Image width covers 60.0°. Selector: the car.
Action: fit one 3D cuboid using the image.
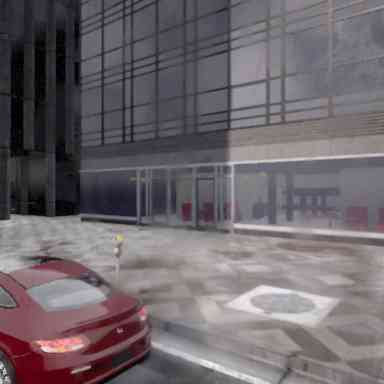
[{"bbox_3d":[-2.422,1.577,4.689,4.206,1.307,1.802,0,0,35],"label":"car"}]
